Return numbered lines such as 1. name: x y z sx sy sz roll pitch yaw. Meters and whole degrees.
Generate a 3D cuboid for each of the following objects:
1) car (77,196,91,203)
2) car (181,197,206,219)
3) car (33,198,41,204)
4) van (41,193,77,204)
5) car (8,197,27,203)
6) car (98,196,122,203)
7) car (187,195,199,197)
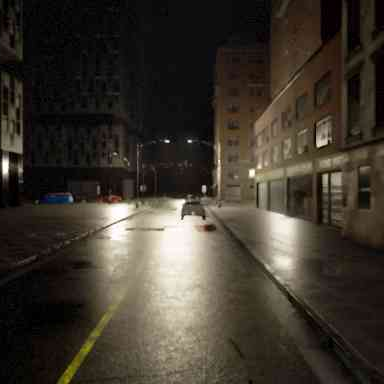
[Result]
1. car: -20.134 1.305 58.940 4.313 1.339 1.947 0 0 0
2. car: 0.089 1.340 26.436 1.812 1.442 4.674 0 0 0
3. car: -25.783 1.329 58.944 4.403 1.369 2.008 0 0 0
4. van: -20.133 1.066 50.414 3.998 1.788 1.690 0 0 0
5. car: -31.431 1.399 58.948 4.206 1.307 1.802 0 0 0
6. car: -14.486 1.281 58.935 4.206 1.307 1.802 0 0 0
7. car: 0.080 1.151 38.635 2.033 1.649 4.856 0 0 -2
